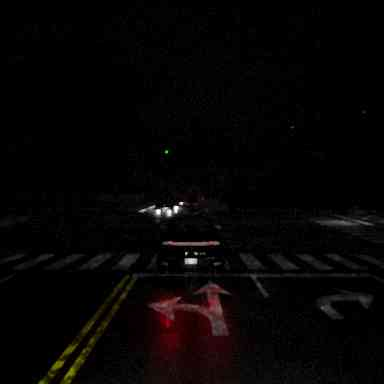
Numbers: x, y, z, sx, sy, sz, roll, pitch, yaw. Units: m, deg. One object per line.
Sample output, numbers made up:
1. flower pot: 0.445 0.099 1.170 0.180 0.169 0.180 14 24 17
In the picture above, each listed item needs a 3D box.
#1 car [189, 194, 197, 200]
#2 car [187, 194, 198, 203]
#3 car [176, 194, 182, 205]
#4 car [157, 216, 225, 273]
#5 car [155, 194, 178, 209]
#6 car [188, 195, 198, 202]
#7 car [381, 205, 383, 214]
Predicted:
1. car: 0.265 1.221 79.147 1.895 1.301 4.718 0 0 1
2. car: 0.019 1.211 59.169 1.812 1.442 4.674 0 0 1
3. car: -2.949 1.288 49.120 1.895 1.301 4.718 0 0 1
4. car: -0.044 1.523 10.769 2.128 1.511 4.902 0 0 0
5. car: -3.082 1.266 38.885 1.994 1.385 4.181 0 0 1
6. car: 0.141 1.250 69.184 1.994 1.385 4.181 0 0 1
7. car: 17.519 1.229 25.995 5.008 1.535 1.882 0 2 0
